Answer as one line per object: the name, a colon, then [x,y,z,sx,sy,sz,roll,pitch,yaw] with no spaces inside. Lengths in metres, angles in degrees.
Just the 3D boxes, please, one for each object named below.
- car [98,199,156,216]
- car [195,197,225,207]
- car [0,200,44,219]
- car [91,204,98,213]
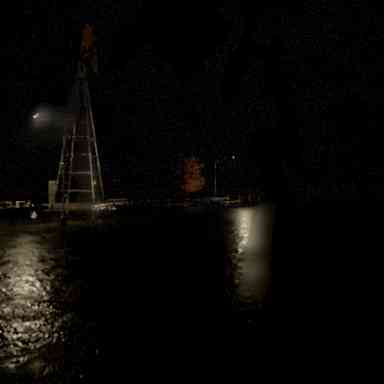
car: [-5.831,1.472,31.657,2.033,1.411,5.357,1,1,38]
car: [2.615,1.375,47.329,2.033,1.411,5.357,1,1,38]
car: [-14.047,1.423,25.725,1.837,1.490,4.892,1,1,39]
car: [-7.981,1.410,33.654,1.812,1.442,4.674,1,1,37]
